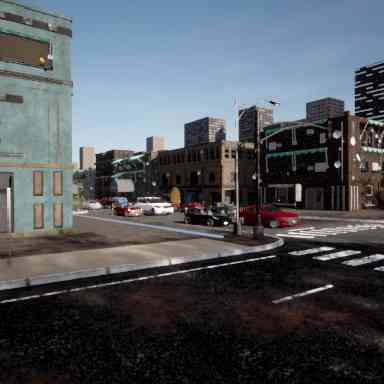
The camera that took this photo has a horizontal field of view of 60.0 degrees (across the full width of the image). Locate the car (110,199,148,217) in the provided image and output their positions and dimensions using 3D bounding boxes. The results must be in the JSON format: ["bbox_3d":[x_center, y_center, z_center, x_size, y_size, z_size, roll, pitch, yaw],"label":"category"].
[{"bbox_3d":[-6.892,1.846,36.259,1.967,1.590,4.097,-1,0,-36],"label":"car"}]

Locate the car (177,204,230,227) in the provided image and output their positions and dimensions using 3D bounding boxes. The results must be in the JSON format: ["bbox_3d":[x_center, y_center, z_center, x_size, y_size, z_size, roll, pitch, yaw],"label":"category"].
[{"bbox_3d":[1.084,1.814,24.902,1.947,1.339,4.313,-2,0,-36],"label":"car"}]

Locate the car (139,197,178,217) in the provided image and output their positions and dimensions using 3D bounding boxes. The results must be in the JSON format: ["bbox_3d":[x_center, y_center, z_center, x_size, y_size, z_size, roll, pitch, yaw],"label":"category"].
[{"bbox_3d":[-4.294,1.594,37.100,2.150,2.045,5.566,-1,-1,-36],"label":"car"}]

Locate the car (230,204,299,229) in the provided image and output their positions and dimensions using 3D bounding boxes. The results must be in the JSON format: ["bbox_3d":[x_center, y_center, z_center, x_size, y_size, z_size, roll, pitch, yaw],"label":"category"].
[{"bbox_3d":[5.232,1.659,23.558,1.882,1.535,5.008,-1,0,-33],"label":"car"}]

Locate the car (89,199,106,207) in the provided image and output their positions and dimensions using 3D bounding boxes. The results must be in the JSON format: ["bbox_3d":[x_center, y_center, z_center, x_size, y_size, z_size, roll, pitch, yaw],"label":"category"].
[{"bbox_3d":[-19.395,2.227,68.148,1.887,1.381,4.507,-1,0,-36],"label":"car"}]

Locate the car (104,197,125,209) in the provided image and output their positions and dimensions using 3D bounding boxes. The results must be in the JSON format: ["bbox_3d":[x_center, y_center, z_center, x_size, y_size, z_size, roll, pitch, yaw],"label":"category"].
[{"bbox_3d":[-13.428,2.066,55.370,1.837,1.490,4.892,-1,0,-36],"label":"car"}]

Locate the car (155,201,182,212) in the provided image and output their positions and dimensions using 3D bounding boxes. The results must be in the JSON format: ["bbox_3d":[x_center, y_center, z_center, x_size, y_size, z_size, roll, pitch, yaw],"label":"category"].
[{"bbox_3d":[-3.293,1.965,45.638,1.802,1.307,4.206,-2,0,-36],"label":"car"}]

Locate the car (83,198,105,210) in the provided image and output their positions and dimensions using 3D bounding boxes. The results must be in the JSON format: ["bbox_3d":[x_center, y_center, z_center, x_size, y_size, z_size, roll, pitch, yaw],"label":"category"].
[{"bbox_3d":[-16.159,2.124,53.852,1.812,1.442,4.674,-1,0,-35],"label":"car"}]

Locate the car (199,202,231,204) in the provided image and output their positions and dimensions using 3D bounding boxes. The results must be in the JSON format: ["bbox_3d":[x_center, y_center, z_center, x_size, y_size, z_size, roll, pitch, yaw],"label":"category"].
[{"bbox_3d":[3.145,1.809,36.634,2.008,1.369,4.403,-2,0,-36],"label":"car"}]

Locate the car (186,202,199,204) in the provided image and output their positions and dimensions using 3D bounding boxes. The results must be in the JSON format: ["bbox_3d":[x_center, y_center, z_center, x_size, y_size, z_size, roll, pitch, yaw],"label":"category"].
[{"bbox_3d":[-0.074,1.903,41.137,1.802,1.307,4.206,-2,0,-36],"label":"car"}]

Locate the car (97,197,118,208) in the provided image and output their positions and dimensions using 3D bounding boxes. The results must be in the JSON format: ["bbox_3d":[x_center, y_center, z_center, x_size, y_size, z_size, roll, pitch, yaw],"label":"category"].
[{"bbox_3d":[-16.180,1.939,63.646,2.192,1.841,5.009,-1,0,-36],"label":"car"}]

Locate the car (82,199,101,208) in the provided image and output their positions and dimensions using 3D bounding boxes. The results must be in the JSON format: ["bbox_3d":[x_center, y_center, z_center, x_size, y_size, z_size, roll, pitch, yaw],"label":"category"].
[{"bbox_3d":[-19.206,2.158,63.449,2.128,1.511,4.902,-1,0,-36],"label":"car"}]
